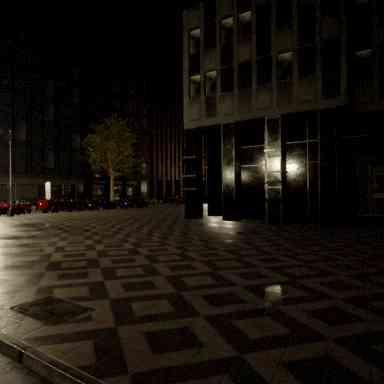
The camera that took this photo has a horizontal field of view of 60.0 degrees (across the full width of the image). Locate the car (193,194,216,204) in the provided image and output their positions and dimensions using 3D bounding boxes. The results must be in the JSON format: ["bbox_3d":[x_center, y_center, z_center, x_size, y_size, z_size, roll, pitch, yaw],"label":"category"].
[{"bbox_3d":[2.381,1.283,63.018,2.097,1.767,4.553,-1,0,35],"label":"car"}]

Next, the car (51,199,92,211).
[{"bbox_3d":[-15.425,1.628,42.914,1.895,1.301,4.718,-1,0,36],"label":"car"}]

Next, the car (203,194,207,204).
[{"bbox_3d":[2.298,1.222,58.371,2.192,1.841,5.009,-1,0,35],"label":"car"}]

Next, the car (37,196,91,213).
[{"bbox_3d":[-13.761,1.290,35.198,2.192,1.841,5.009,-1,0,35],"label":"car"}]

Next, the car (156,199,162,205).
[{"bbox_3d":[-8.012,1.544,58.455,1.752,1.417,4.829,-1,0,35],"label":"car"}]

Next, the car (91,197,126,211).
[{"bbox_3d":[-10.547,1.524,39.831,1.947,1.339,4.313,-1,0,35],"label":"car"}]

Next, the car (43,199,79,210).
[{"bbox_3d":[-17.551,1.641,44.690,1.802,1.307,4.206,-1,0,35],"label":"car"}]

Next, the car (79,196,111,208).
[{"bbox_3d":[-14.341,1.484,49.325,1.967,1.590,4.097,-1,0,35],"label":"car"}]

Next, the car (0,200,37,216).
[{"bbox_3d":[-16.970,1.576,30.562,1.802,1.307,4.206,-1,0,35],"label":"car"}]

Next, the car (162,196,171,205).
[{"bbox_3d":[-3.961,1.472,59.308,2.128,1.511,4.902,-1,0,35],"label":"car"}]

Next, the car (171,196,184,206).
[{"bbox_3d":[-0.913,1.462,53.735,1.887,1.381,4.507,-1,0,35],"label":"car"}]

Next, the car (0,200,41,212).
[{"bbox_3d":[-20.763,1.642,40.055,1.947,1.339,4.313,-1,0,35],"label":"car"}]

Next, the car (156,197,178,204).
[{"bbox_3d":[-4.703,1.574,63.231,1.947,1.339,4.313,-1,0,35],"label":"car"}]

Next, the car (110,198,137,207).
[{"bbox_3d":[-11.127,1.612,53.960,1.802,1.307,4.206,-1,0,35],"label":"car"}]

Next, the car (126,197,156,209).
[{"bbox_3d":[-7.336,1.509,44.465,1.947,1.339,4.313,-1,0,35],"label":"car"}]
